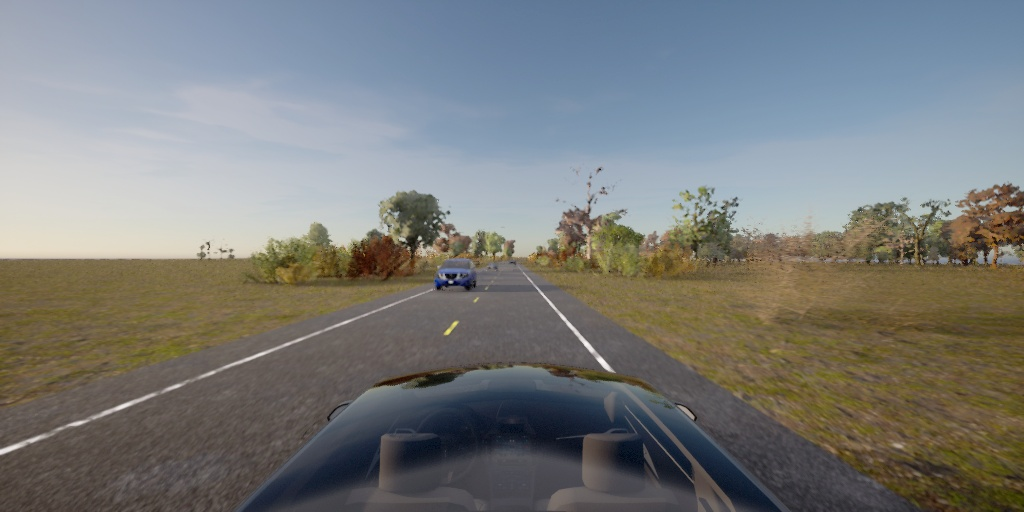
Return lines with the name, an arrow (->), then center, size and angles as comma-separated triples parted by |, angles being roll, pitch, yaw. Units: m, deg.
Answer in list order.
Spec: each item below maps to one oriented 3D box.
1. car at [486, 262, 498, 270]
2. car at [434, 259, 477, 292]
car -> -3.535, 1.843, 65.378 | 2.128, 1.511, 4.902 | 0, 0, 1
car -> -3.605, 1.194, 23.922 | 2.150, 2.045, 5.566 | 0, -1, 0
